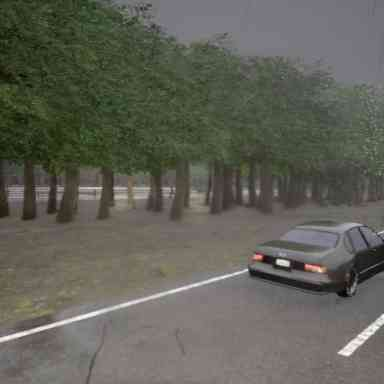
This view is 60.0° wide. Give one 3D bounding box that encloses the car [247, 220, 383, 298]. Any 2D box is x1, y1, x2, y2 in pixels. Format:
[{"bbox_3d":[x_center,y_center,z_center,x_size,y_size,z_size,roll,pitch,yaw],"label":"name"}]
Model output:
[{"bbox_3d":[3.573,1.434,8.303,5.357,1.411,2.033,0,2,-45],"label":"car"}]
